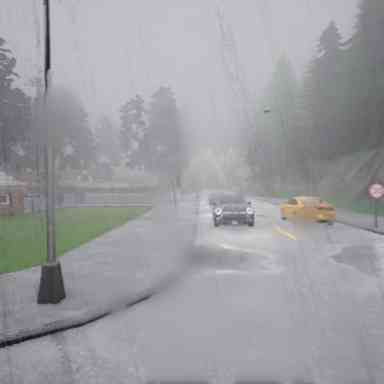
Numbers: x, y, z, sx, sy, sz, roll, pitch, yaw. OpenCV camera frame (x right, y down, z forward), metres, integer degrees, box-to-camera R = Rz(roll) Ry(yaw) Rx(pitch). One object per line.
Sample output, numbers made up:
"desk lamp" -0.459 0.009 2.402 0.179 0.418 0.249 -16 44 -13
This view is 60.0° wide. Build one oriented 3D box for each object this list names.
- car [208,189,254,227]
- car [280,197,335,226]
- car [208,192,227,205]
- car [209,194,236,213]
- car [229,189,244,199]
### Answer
"car" 2.190 0.914 18.793 2.097 1.767 4.553 -1 1 2
"car" 6.391 0.996 18.907 1.882 1.535 5.008 -1 1 2
"car" 2.847 0.700 38.110 1.994 1.385 4.181 -1 1 2
"car" 2.483 0.921 28.110 1.994 1.385 4.181 -1 1 2
"car" 7.357 0.266 55.322 2.033 1.411 5.357 -1 1 2
